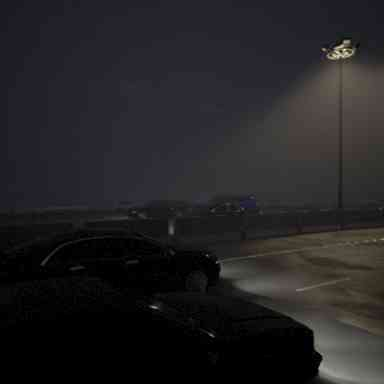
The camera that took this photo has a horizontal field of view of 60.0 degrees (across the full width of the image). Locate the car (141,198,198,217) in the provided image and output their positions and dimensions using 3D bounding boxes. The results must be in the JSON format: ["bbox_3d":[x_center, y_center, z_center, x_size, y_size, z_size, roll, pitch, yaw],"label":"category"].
[{"bbox_3d":[-2.085,1.408,31.401,5.008,1.535,1.882,0,0,-30],"label":"car"}]

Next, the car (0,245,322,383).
[{"bbox_3d":[-1.188,1.540,2.874,5.357,1.411,2.033,0,0,-35],"label":"car"}]

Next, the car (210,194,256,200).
[{"bbox_3d":[2.663,1.164,26.084,5.566,2.045,2.150,0,0,-29],"label":"car"}]

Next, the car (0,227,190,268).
[{"bbox_3d":[-1.621,1.489,6.747,4.892,1.490,1.837,0,0,-34],"label":"car"}]

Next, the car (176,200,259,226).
[{"bbox_3d":[1.715,1.458,21.481,4.892,1.490,1.837,0,0,-30],"label":"car"}]

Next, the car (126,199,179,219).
[{"bbox_3d":[-2.816,1.418,26.933,5.008,1.535,1.882,0,0,-30],"label":"car"}]
